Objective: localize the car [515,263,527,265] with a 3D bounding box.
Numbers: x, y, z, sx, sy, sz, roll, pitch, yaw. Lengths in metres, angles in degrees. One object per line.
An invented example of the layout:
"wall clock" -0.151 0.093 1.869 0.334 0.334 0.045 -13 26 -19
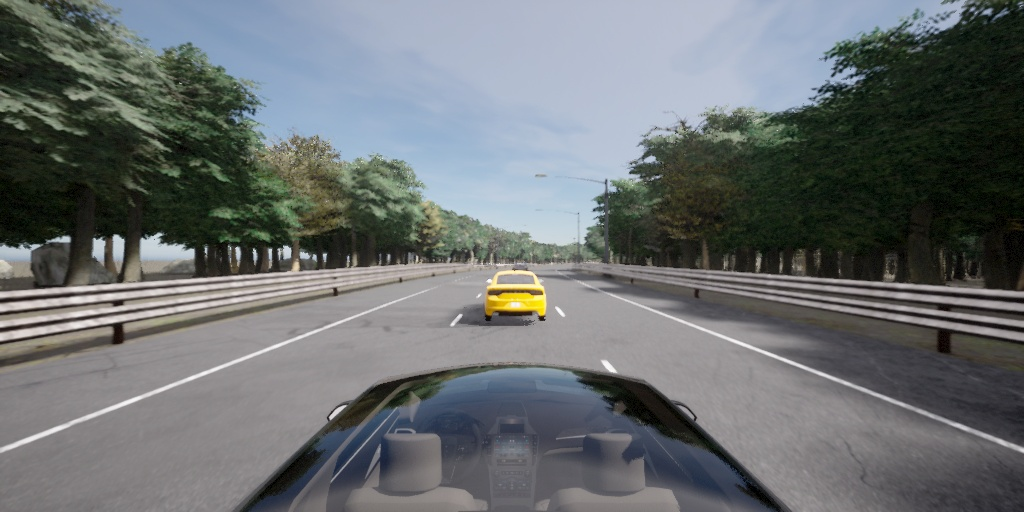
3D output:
"car" 1.113 1.562 44.383 2.128 1.511 4.902 0 -1 3

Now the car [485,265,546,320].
"car" 0.112 1.257 12.761 1.882 1.535 5.008 0 0 0
